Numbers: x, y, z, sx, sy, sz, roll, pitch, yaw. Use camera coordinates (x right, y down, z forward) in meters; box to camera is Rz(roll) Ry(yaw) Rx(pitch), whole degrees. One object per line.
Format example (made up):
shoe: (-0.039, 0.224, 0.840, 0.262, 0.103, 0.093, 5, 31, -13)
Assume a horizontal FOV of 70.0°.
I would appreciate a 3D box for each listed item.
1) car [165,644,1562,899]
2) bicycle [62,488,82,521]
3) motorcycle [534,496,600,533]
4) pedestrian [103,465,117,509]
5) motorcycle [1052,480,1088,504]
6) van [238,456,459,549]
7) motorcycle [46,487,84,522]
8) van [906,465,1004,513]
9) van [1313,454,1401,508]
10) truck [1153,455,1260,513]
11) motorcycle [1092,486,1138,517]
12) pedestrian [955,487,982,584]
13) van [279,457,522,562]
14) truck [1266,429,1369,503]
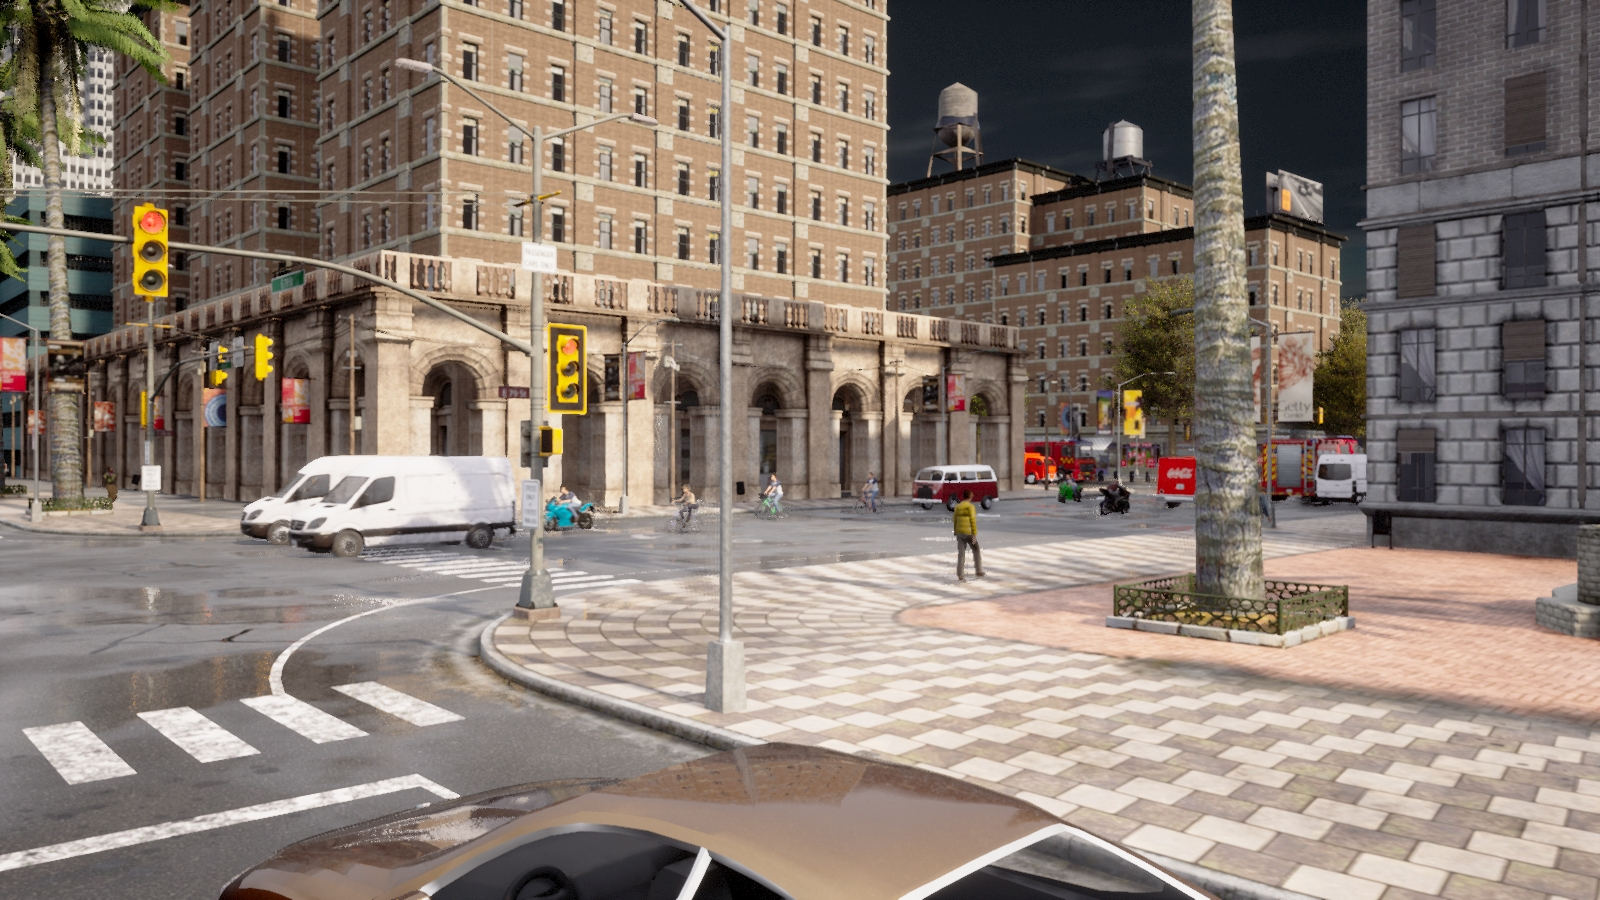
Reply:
car: (-0.307, 1.983, 4.308, 5.027, 1.651, 2.152, 0, 0, 42)
bicycle: (-28.284, 2.105, 44.372, 0.373, 1.196, 1.643, 0, 0, -42)
motorcycle: (-7.815, 2.148, 38.413, 2.033, 1.145, 0.803, 0, 0, -41)
pedestrian: (-29.436, 1.589, 48.726, 0.375, 1.860, 0.375, 0, 0, 26)
motorcycle: (13.743, 2.149, 58.164, 2.033, 1.145, 0.803, 0, 0, -43)
van: (-13.482, 1.467, 34.243, 5.915, 2.561, 1.988, 0, 1, -30)
motorcycle: (-28.682, 2.104, 44.576, 0.867, 1.251, 2.209, 0, 0, -42)
van: (7.106, 1.719, 52.086, 4.480, 2.038, 2.069, 0, 0, -43)
van: (27.847, 1.490, 56.996, 5.915, 2.561, 1.988, 0, 0, -43)
truck: (19.140, 1.526, 53.680, 5.204, 2.467, 2.627, -1, 1, -43)
motorcycle: (13.312, 2.154, 48.256, 2.209, 1.251, 0.867, 0, 0, -43)
pedestrian: (3.300, 1.667, 22.376, 0.375, 1.860, 0.375, 0, 0, 43)
van: (-10.682, 1.475, 30.920, 5.915, 2.561, 1.988, 0, 0, -44)
truck: (28.728, 0.839, 63.198, 2.891, 3.827, 8.468, 0, 0, 41)
